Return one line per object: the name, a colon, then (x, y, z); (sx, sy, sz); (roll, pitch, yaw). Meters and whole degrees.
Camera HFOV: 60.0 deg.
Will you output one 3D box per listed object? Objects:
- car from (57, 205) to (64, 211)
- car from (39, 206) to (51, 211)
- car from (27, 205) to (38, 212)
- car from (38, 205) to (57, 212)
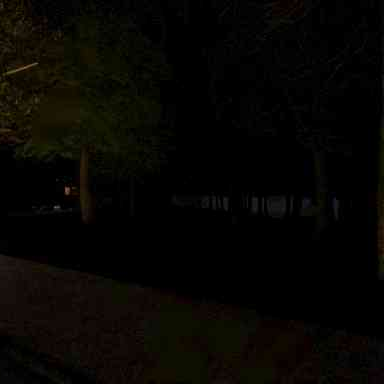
car: (-35.149, 4.229, 87.523); (2.128, 1.511, 4.902); (0, -2, -9)
car: (-38.355, 4.266, 86.988); (1.994, 1.385, 4.181); (0, -2, -9)
car: (-36.705, 3.904, 77.083); (1.837, 1.490, 4.892); (0, -2, -9)
car: (-33.437, 3.878, 77.240); (1.837, 1.490, 4.892); (0, -2, -9)
